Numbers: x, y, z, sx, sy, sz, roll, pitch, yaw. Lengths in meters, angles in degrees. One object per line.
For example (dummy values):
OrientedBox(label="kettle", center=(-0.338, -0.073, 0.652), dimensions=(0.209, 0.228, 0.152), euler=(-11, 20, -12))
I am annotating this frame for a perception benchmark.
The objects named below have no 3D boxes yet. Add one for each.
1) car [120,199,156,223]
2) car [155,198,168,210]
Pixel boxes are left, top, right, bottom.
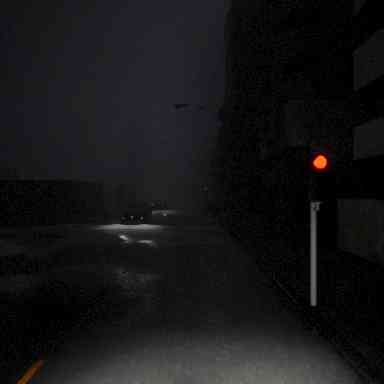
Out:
OrientedBox(label="car", center=(-4.132, 1.505, 25.295), dimensions=(1.837, 1.490, 4.892), euler=(0, 0, 0))
OrientedBox(label="car", center=(-4.148, 1.477, 42.595), dimensions=(1.882, 1.535, 5.008), euler=(0, 0, 0))
